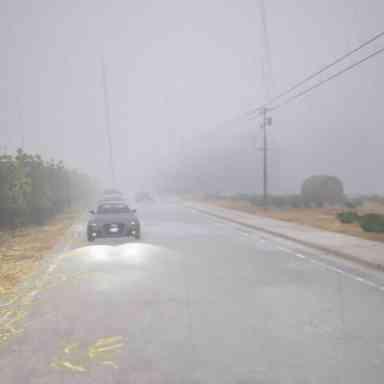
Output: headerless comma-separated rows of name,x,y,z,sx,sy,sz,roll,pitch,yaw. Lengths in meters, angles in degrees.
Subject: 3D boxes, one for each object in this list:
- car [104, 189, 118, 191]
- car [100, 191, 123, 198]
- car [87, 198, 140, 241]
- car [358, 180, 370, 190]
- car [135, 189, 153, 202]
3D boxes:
car,-7.876,0.475,32.487,2.097,1.767,4.553,-1,2,-14
car,-5.439,0.910,22.671,1.812,1.442,4.674,-1,2,-14
car,-3.361,1.172,14.262,1.994,1.385,4.181,-1,2,-14
car,35.791,-1.406,69.112,1.905,1.878,3.866,7,7,32
car,-5.624,0.430,38.875,1.812,1.442,4.674,-1,2,-12
